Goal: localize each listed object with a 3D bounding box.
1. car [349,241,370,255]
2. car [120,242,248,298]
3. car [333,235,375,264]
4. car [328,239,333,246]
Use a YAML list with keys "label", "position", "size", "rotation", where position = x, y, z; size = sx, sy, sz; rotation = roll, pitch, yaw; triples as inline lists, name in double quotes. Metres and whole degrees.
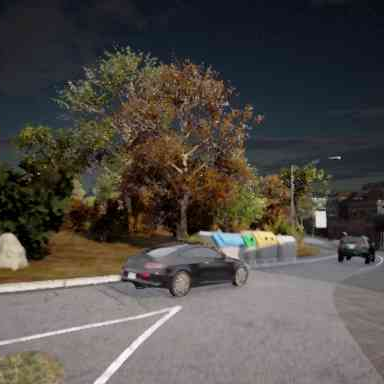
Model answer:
- label: "car"
  position: [20.679, 6.881, 41.204]
  size: [1.882, 1.535, 5.008]
  rotation: [-1, -7, 21]
- label: "car"
  position: [-0.056, 2.327, 10.544]
  size: [1.812, 1.442, 4.674]
  rotation: [-4, -9, 42]
- label: "car"
  position: [13.250, 4.563, 26.715]
  size: [2.150, 2.045, 5.566]
  rotation: [-2, -9, 34]
- label: "car"
  position: [24.606, 8.658, 56.602]
  size: [1.812, 1.442, 4.674]
  rotation: [0, -5, 9]
